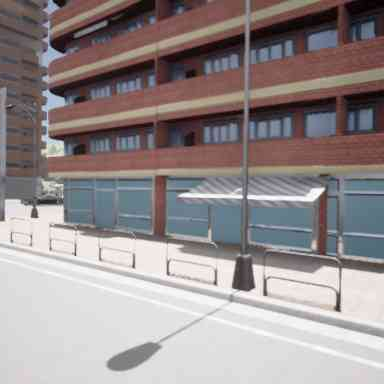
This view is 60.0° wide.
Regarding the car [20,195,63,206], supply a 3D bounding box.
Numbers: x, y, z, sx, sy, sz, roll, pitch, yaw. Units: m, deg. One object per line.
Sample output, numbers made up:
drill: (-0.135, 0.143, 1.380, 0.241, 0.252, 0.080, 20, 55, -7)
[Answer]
car: (-16.723, 0.948, 37.555, 1.895, 1.301, 4.718, 1, 1, 36)
